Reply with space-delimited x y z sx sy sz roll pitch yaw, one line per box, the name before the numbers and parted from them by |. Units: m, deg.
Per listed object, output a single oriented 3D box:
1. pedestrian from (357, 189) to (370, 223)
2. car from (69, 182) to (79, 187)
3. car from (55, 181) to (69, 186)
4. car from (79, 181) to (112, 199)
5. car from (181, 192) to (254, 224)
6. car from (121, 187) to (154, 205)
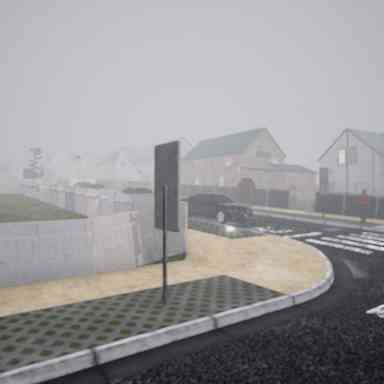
pedestrian | 9.135 0.720 17.725 0.375 1.860 0.375 4 -2 -35
car | -15.760 -0.783 48.148 1.837 1.490 4.892 0 3 -35
car | -22.342 -1.283 57.522 2.033 1.411 5.357 0 3 -35
car | -9.893 -0.113 34.664 1.837 1.490 4.892 0 3 -35
car | 1.300 0.785 18.691 1.882 1.535 5.008 0 3 -35
car | -4.088 0.368 26.368 1.837 1.490 4.892 0 3 -35
